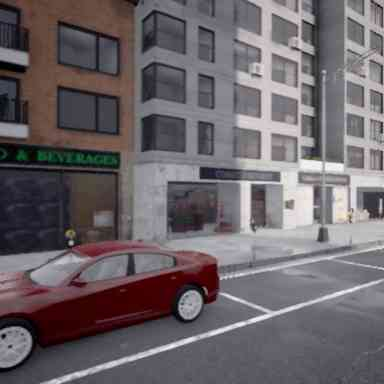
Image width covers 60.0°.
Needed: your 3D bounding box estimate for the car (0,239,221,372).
[{"bbox_3d":[-1.554,1.554,5.653,4.507,1.381,1.887,0,0,-35],"label":"car"}]
